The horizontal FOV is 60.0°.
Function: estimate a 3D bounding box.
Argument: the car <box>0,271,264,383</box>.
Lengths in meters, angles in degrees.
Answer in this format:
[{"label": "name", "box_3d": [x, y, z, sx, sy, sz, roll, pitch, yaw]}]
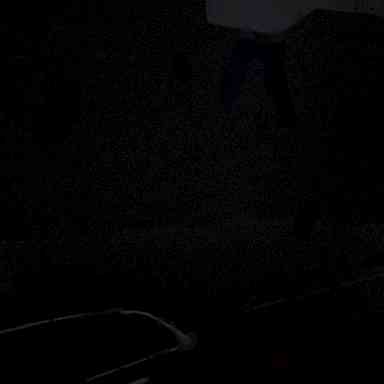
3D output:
[{"label": "car", "box_3d": [-1.631, 1.499, 2.367, 4.892, 1.490, 1.837, -1, 0, -35]}]
